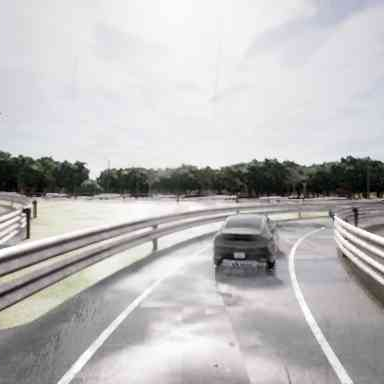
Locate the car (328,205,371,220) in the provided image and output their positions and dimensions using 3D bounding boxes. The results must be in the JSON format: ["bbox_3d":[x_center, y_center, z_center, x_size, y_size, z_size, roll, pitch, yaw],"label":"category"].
[{"bbox_3d":[14.319,1.858,30.020,4.718,1.301,1.895,1,-1,-40],"label":"car"}]

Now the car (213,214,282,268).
[{"bbox_3d":[2.000,1.523,11.537,1.837,1.490,4.892,0,0,16],"label":"car"}]
